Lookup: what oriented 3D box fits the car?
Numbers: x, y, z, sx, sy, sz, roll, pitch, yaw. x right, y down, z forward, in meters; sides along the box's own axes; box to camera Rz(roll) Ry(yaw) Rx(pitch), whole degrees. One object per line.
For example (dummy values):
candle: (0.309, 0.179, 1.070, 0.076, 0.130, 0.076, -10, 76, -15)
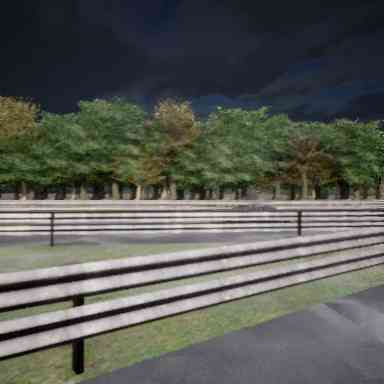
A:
car: (4.374, 1.492, 20.621, 4.892, 1.490, 1.837, 0, 0, -10)
